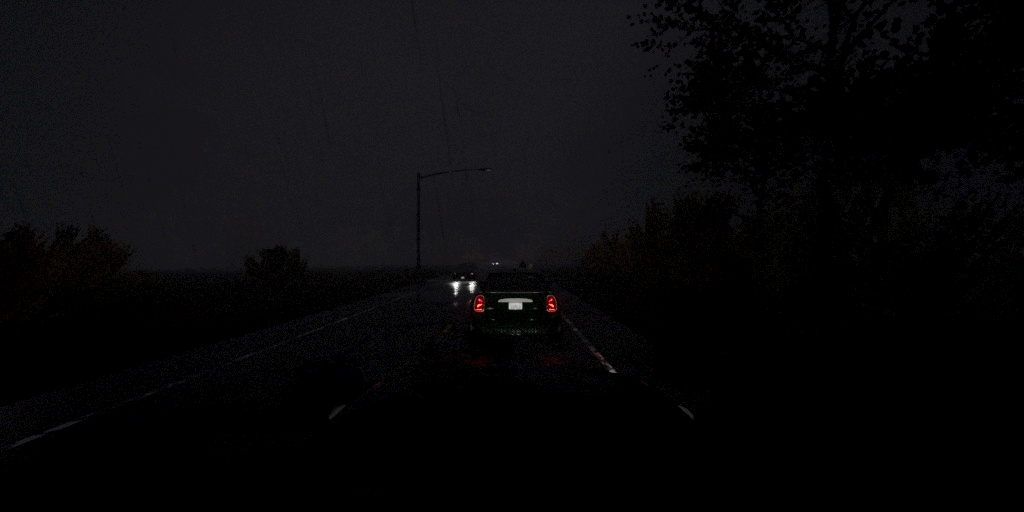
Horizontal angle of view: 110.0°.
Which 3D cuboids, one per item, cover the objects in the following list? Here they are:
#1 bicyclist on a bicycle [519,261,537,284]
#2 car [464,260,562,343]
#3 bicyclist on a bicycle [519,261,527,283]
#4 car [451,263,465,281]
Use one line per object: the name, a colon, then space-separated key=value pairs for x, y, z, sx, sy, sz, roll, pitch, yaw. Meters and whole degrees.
bicyclist on a bicycle: x=0.893 y=1.180 z=17.207 sx=0.866 sy=1.612 sz=1.509 roll=0 pitch=0 yaw=0
car: x=0.067 y=1.099 z=9.862 sx=2.097 sy=1.767 sz=4.553 roll=0 pitch=0 yaw=0
bicyclist on a bicycle: x=0.823 y=1.193 z=27.323 sx=0.582 sy=1.620 sz=1.656 roll=0 pitch=0 yaw=0
car: x=-3.769 y=1.287 z=30.032 sx=2.033 sy=1.411 sz=5.357 roll=0 pitch=0 yaw=0
